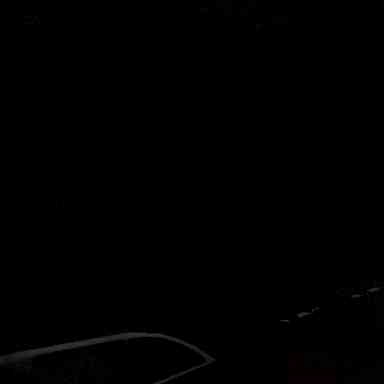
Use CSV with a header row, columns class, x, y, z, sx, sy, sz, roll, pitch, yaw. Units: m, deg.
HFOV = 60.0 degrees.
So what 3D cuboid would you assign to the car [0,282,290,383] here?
class,x,y,z,sx,sy,sz,roll,pitch,yaw
car,-1.466,1.492,2.027,4.902,1.511,2.128,0,0,-35
